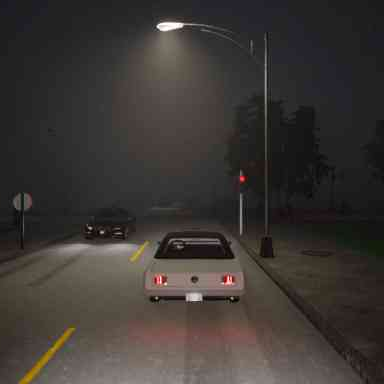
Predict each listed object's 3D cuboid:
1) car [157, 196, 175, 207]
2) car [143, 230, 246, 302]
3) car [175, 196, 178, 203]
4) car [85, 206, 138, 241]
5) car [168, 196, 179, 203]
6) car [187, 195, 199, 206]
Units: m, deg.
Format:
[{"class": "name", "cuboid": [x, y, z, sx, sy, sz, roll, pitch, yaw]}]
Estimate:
[{"class": "car", "cuboid": [-4.055, 1.505, 50.066, 1.837, 1.490, 4.892, 0, 0, 0]}, {"class": "car", "cuboid": [0.063, 1.601, 8.194, 1.895, 1.301, 4.718, 0, 0, 0]}, {"class": "car", "cuboid": [-4.023, 1.547, 59.764, 2.033, 1.411, 5.357, 0, 0, 0]}, {"class": "car", "cuboid": [-3.933, 1.505, 16.905, 1.837, 1.490, 4.892, 1, 0, -1]}, {"class": "car", "cuboid": [-3.943, 1.540, 70.105, 2.033, 1.411, 5.357, 0, 0, 0]}, {"class": "car", "cuboid": [0.149, 1.352, 56.869, 2.097, 1.767, 4.553, 0, 0, 0]}]
